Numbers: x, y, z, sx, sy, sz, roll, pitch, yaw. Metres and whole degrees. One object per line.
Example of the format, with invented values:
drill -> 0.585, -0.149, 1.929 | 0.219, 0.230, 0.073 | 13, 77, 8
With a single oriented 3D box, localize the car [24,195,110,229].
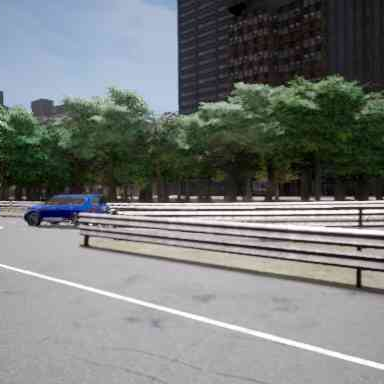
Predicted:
car -> -8.009, 1.199, 21.427 | 5.566, 2.045, 2.150 | 0, 0, 17
